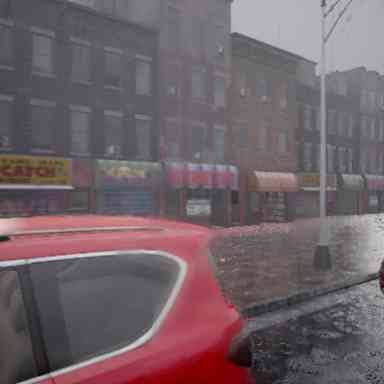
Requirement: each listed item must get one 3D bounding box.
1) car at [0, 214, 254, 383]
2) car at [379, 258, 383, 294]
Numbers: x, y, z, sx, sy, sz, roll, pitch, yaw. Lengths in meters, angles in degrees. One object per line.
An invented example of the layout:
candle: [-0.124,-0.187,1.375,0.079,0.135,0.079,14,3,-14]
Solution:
car: [-2.147,1.213,1.576,5.566,2.045,2.150,0,0,-35]
car: [6.030,1.458,7.260,5.008,1.535,1.882,0,0,-35]
